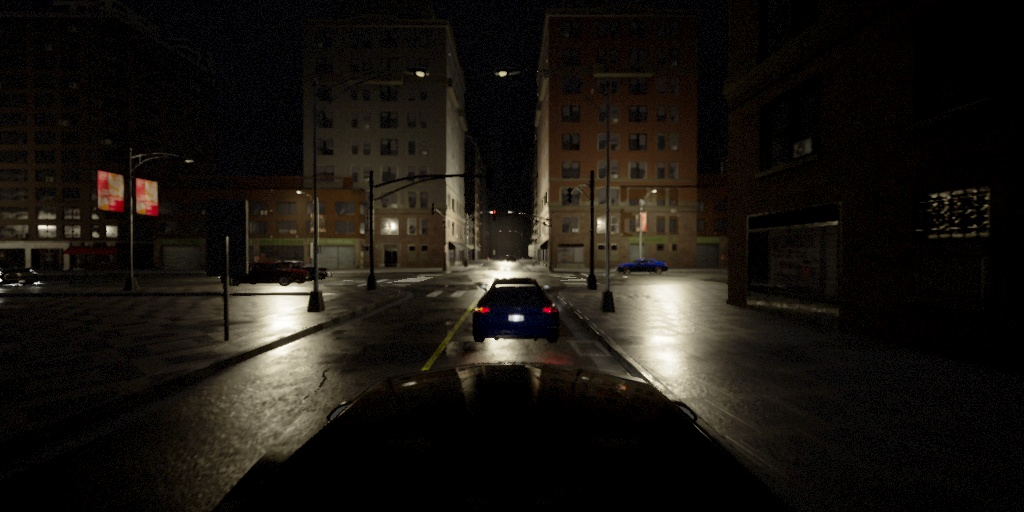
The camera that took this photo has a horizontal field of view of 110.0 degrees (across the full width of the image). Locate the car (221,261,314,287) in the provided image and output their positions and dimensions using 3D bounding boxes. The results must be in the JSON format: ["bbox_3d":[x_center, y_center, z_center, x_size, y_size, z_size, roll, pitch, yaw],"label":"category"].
[{"bbox_3d":[-15.513,1.097,22.751,5.008,1.535,1.882,0,1,0],"label":"car"}]

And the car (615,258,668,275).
[{"bbox_3d":[11.821,0.945,32.866,4.674,1.442,1.812,0,1,0],"label":"car"}]

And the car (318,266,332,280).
[{"bbox_3d":[-15.696,1.081,26.007,4.902,1.511,2.128,0,1,0],"label":"car"}]

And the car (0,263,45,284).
[{"bbox_3d":[-37.702,1.216,25.879,5.357,1.411,2.033,0,1,0],"label":"car"}]

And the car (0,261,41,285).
[{"bbox_3d":[-33.207,1.037,22.651,4.553,1.767,2.097,0,1,0],"label":"car"}]

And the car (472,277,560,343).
[{"bbox_3d":[0.087,1.246,9.488,1.994,1.385,4.181,0,1,0],"label":"car"}]
